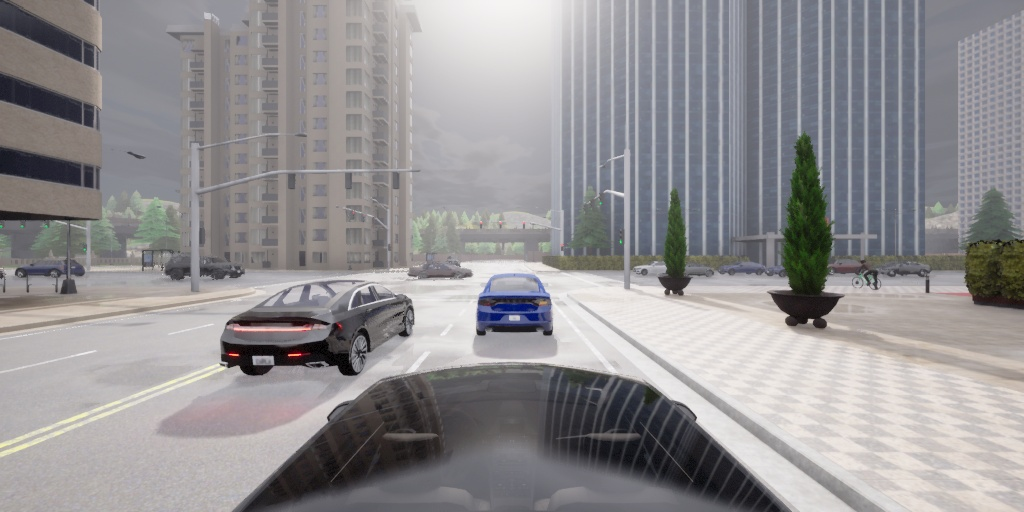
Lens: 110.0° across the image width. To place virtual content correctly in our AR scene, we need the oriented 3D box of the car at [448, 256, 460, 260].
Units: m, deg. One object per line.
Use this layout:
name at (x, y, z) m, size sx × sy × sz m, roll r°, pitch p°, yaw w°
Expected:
car at (-10.588, 0.971, 64.249) m, size 2.150 × 2.045 × 5.566 m, roll 0°, pitch 0°, yaw 0°

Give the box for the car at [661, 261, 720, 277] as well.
car at (16.994, 1.314, 34.343) m, size 4.181 × 1.385 × 1.994 m, roll 0°, pitch 0°, yaw -1°

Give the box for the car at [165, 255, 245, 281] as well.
car at (-25.794, 0.971, 30.190) m, size 5.566 × 2.045 × 2.150 m, roll 0°, pitch 0°, yaw -1°

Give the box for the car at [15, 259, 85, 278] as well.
car at (-43.384, 1.102, 33.694) m, size 4.553 × 1.767 × 2.097 m, roll 0°, pitch 0°, yaw -1°

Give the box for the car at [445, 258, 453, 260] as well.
car at (-10.621, 1.351, 53.575) m, size 1.895 × 1.301 × 4.718 m, roll 0°, pitch 0°, yaw 0°

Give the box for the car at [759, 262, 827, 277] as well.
car at (26.913, 1.276, 34.440) m, size 4.674 × 1.442 × 1.812 m, roll 0°, pitch 0°, yaw 0°

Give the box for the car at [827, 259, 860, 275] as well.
car at (34.359, 1.102, 38.014) m, size 4.553 × 1.767 × 2.097 m, roll 0°, pitch 0°, yaw 0°

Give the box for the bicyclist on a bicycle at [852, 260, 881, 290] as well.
bicyclist on a bicycle at (19.632, 1.051, 19.886) m, size 0.582 × 1.620 × 1.656 m, roll 0°, pitch 0°, yaw -1°

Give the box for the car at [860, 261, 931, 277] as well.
car at (37.234, 1.242, 34.538) m, size 4.902 × 1.511 × 2.128 m, roll 0°, pitch 0°, yaw 0°

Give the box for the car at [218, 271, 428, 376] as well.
car at (-3.446, 1.242, 7.416) m, size 2.128 × 1.511 × 4.902 m, roll 0°, pitch 0°, yaw 0°

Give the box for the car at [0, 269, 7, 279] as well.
car at (-45.542, 1.275, 30.042) m, size 4.674 × 1.442 × 1.812 m, roll 0°, pitch 0°, yaw 0°

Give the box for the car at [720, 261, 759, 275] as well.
car at (24.274, 1.276, 37.917) m, size 4.674 × 1.442 × 1.812 m, roll 0°, pitch 0°, yaw 0°

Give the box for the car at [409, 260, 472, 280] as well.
car at (-6.035, 1.297, 30.398) m, size 5.357 × 1.411 × 2.033 m, roll 0°, pitch 0°, yaw -1°

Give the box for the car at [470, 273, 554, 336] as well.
car at (0.071, 1.228, 10.455) m, size 1.882 × 1.535 × 5.008 m, roll 0°, pitch 0°, yaw 0°

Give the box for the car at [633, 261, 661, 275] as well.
car at (15.191, 1.276, 37.824) m, size 4.674 × 1.442 × 1.812 m, roll 0°, pitch 0°, yaw -1°
